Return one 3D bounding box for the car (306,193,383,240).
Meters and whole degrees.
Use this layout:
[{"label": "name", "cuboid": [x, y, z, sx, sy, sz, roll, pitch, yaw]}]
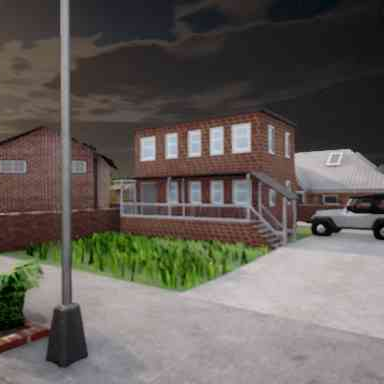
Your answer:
[{"label": "car", "cuboid": [6.903, 0.995, 13.728, 3.866, 1.878, 1.905, -1, 0, 36]}]
